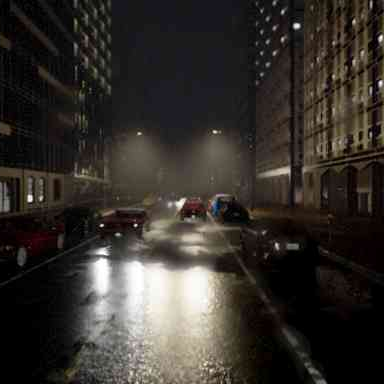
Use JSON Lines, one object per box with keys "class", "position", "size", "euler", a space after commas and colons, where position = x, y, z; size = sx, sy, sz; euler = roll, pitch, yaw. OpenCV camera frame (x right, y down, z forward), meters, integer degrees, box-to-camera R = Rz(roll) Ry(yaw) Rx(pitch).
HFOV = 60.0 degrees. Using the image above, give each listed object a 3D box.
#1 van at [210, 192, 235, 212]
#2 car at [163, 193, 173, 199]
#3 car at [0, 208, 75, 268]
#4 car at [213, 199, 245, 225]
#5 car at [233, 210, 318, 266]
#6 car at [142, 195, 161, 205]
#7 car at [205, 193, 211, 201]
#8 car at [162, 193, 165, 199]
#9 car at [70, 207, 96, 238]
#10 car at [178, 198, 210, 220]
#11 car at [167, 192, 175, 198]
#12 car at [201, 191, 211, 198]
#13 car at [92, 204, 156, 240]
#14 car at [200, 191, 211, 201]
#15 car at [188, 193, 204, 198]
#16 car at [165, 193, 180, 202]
{"class": "van", "position": [2.694, 1.118, 28.046], "size": [1.690, 1.788, 3.998], "euler": [0, 0, 0]}
{"class": "car", "position": [-5.687, 0.893, 79.287], "size": [1.947, 1.339, 4.313], "euler": [0, 1, 0]}
{"class": "car", "position": [-5.687, 1.459, 10.978], "size": [1.887, 1.381, 4.507], "euler": [0, 0, 0]}
{"class": "car", "position": [2.694, 1.390, 22.354], "size": [1.947, 1.339, 4.313], "euler": [0, 0, 0]}
{"class": "car", "position": [2.693, 1.480, 10.970], "size": [1.947, 1.339, 4.313], "euler": [0, 0, 0]}
{"class": "car", "position": [-5.687, 1.159, 44.963], "size": [1.752, 1.417, 4.829], "euler": [0, 0, 0]}
{"class": "car", "position": [2.694, 1.170, 33.738], "size": [1.967, 1.590, 4.097], "euler": [0, 0, 0]}
{"class": "car", "position": [-5.687, 1.133, 50.826], "size": [2.008, 1.369, 4.403], "euler": [0, 0, 0]}
{"class": "car", "position": [-5.687, 1.435, 16.671], "size": [1.947, 1.339, 4.313], "euler": [0, 0, 0]}
{"class": "car", "position": [0.101, 1.401, 25.245], "size": [1.895, 1.301, 4.718], "euler": [0, 0, 0]}
{"class": "car", "position": [-5.686, 0.802, 90.670], "size": [1.802, 1.307, 4.206], "euler": [0, 1, 0]}
{"class": "car", "position": [2.695, 0.848, 56.505], "size": [2.192, 1.841, 5.009], "euler": [0, 1, 0]}
{"class": "car", "position": [-3.101, 1.473, 16.231], "size": [1.895, 1.301, 4.718], "euler": [0, 0, 0]}
{"class": "car", "position": [2.695, 0.746, 67.889], "size": [2.192, 1.841, 5.009], "euler": [0, 1, 0]}
{"class": "car", "position": [0.101, 1.225, 41.867], "size": [1.994, 1.385, 4.181], "euler": [0, 1, 0]}
{"class": "car", "position": [-3.050, 1.122, 57.809], "size": [1.895, 1.301, 4.718], "euler": [0, 1, 1]}
